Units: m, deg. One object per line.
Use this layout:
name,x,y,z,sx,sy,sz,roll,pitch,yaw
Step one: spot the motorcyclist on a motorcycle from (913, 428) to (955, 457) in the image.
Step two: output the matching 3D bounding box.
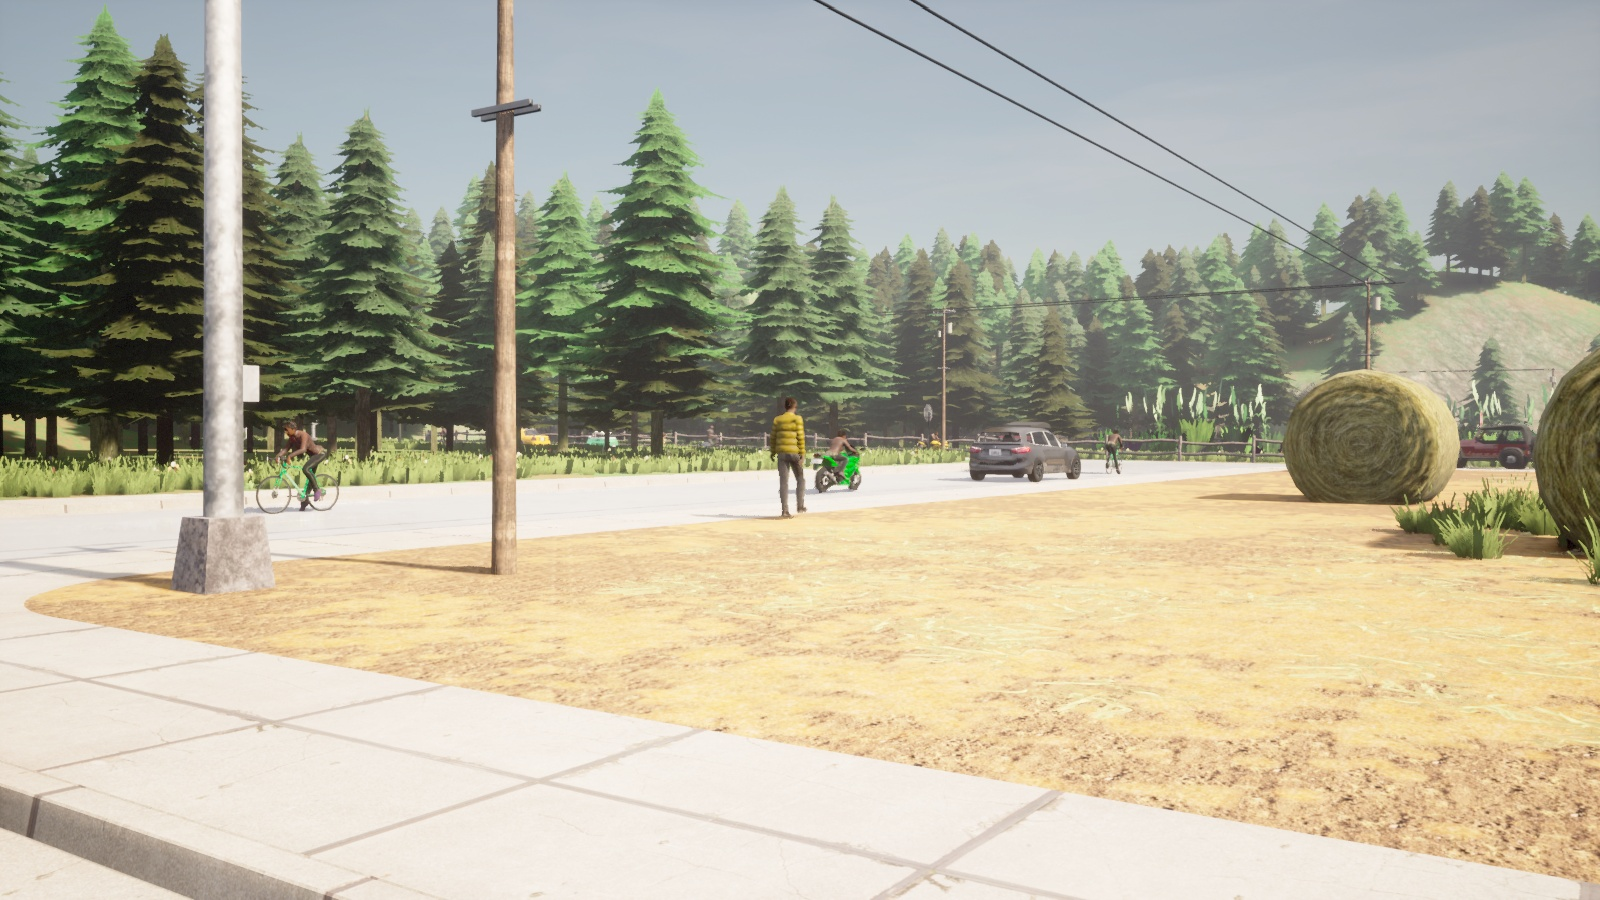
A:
motorcyclist on a motorcycle,7.019,-0.400,65.786,2.044,1.523,0.797,0,1,37

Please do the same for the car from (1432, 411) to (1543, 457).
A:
car,29.135,-0.663,53.269,3.866,1.878,1.905,0,1,37

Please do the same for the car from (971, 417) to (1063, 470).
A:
car,8.153,-0.272,46.917,1.905,1.878,3.866,0,1,35

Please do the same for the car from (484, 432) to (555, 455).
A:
car,-20.107,-0.477,89.932,5.366,1.575,1.801,0,1,36

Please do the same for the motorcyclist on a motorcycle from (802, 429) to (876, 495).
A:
motorcyclist on a motorcycle,0.965,0.260,30.368,0.797,1.523,2.044,0,1,35

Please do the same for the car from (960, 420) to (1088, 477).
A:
car,7.062,-0.090,39.193,2.242,1.667,4.611,0,1,34

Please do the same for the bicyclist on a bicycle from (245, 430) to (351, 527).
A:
bicyclist on a bicycle,-8.881,0.477,22.268,0.582,1.620,1.656,0,1,35

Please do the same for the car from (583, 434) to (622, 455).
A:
car,-13.388,-0.368,85.085,2.207,1.376,1.481,0,1,36

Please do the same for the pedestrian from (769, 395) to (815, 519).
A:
pedestrian,-0.122,0.100,19.080,0.431,1.840,0.709,0,1,23
